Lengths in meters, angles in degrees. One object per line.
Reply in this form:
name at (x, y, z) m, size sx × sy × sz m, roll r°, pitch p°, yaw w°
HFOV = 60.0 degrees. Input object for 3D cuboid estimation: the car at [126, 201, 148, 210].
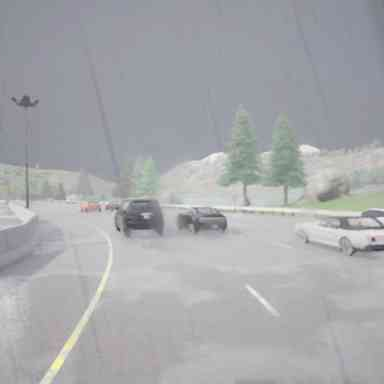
car at (-8.627, 2.075, 51.781) m, size 1.994 × 1.385 × 4.181 m, roll -1°, pitch 0°, yaw -30°

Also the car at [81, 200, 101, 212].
car at (-14.734, 1.986, 48.355) m, size 2.097 × 1.767 × 4.553 m, roll -1°, pitch 0°, yaw -30°

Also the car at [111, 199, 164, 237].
car at (-3.240, 1.421, 19.757) m, size 2.150 × 2.045 × 5.566 m, roll -1°, pitch 0°, yaw -20°

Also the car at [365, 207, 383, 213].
car at (8.823, 1.413, 15.338) m, size 1.812 × 1.442 × 4.674 m, roll -1°, pitch 0°, yaw -13°

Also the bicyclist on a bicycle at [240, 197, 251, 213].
bicyclist on a bicycle at (6.027, 1.415, 36.785) m, size 1.656 × 1.620 × 0.582 m, roll 23°, pitch -11°, yaw -27°

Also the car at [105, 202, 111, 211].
car at (-11.635, 2.097, 49.989) m, size 1.812 × 1.442 × 4.674 m, roll -1°, pitch 0°, yaw -30°

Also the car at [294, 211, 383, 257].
car at (5.848, 1.544, 12.825) m, size 1.895 × 1.301 × 4.718 m, roll -1°, pitch 0°, yaw -11°

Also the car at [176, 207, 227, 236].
car at (0.432, 1.603, 19.465) m, size 2.128 × 1.511 × 4.902 m, roll -1°, pitch 0°, yaw -18°
